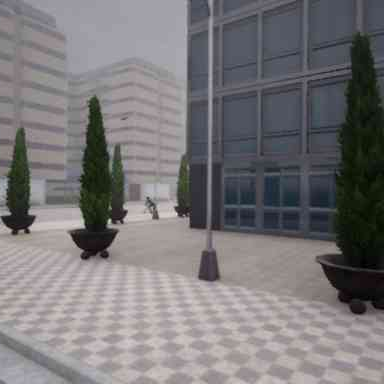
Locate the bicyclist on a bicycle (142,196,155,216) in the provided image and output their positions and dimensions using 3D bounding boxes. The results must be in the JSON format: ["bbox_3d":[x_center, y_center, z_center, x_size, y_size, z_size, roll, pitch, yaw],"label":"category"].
[{"bbox_3d":[-3.451,1.184,26.814,1.656,1.620,0.582,0,0,35],"label":"bicyclist on a bicycle"}]
